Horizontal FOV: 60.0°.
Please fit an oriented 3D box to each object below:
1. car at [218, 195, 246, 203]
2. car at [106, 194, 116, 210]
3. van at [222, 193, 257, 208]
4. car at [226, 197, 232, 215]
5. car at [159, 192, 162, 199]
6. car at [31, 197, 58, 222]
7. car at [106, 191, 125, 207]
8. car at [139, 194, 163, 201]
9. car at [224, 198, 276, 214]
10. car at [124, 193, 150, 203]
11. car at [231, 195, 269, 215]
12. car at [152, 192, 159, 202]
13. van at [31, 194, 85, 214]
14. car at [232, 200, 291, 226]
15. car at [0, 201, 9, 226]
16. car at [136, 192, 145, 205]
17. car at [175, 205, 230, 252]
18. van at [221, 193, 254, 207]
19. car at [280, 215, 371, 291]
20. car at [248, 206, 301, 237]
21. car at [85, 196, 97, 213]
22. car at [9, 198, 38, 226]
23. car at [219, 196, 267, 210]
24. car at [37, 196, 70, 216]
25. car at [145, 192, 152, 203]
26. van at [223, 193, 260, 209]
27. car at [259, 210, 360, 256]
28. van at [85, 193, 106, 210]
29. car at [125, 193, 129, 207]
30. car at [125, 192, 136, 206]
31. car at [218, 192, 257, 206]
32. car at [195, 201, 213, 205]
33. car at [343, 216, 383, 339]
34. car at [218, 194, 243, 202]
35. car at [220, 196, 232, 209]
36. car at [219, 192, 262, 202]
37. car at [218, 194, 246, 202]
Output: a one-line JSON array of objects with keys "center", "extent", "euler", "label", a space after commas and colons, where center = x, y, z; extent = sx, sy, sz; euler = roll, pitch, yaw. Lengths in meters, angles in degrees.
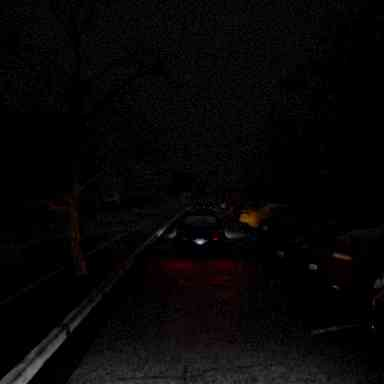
[{"center": [7.762, 1.334, 64.626], "extent": [4.792, 1.488, 2.163], "euler": [1, 1, -17], "label": "car"}, {"center": [-11.926, 1.377, 39.353], "extent": [5.008, 1.535, 2.097], "euler": [-1, 0, -17], "label": "car"}, {"center": [6.605, 1.128, 46.359], "extent": [4.442, 1.987, 1.878], "euler": [1, 0, -17], "label": "van"}, {"center": [5.530, 1.413, 25.607], "extent": [4.892, 1.521, 2.231], "euler": [1, 0, -17], "label": "car"}, {"center": [-9.766, 1.021, 75.383], "extent": [5.566, 2.045, 2.435], "euler": [-1, 1, -16], "label": "car"}, {"center": [-12.773, 1.414, 24.317], "extent": [5.008, 1.535, 2.097], "euler": [-1, 0, -17], "label": "car"}, {"center": [-11.775, 1.118, 42.340], "extent": [5.566, 2.045, 2.435], "euler": [-1, 0, -17], "label": "car"}, {"center": [-9.726, 1.249, 78.362], "extent": [5.366, 1.575, 1.946], "euler": [-1, 1, -16], "label": "car"}, {"center": [5.996, 1.417, 34.498], "extent": [4.792, 1.488, 2.163], "euler": [1, 0, -17], "label": "car"}, {"center": [-10.464, 1.189, 63.359], "extent": [4.553, 1.767, 2.185], "euler": [-1, 0, -17], "label": "car"}, {"center": [5.366, 1.295, 22.634], "extent": [4.553, 1.767, 2.185], "euler": [1, 0, -17], "label": "car"}, {"center": [-10.123, 1.299, 69.368], "extent": [5.008, 1.535, 2.097], "euler": [-1, 0, -16], "label": "car"}, {"center": [-12.337, 1.172, 30.372], "extent": [4.442, 1.987, 1.878], "euler": [-1, 0, -17], "label": "van"}, {"center": [5.256, 1.429, 19.680], "extent": [5.008, 1.535, 2.097], "euler": [1, 0, -17], "label": "car"}, {"center": [-13.012, 1.302, 18.283], "extent": [4.553, 1.767, 2.185], "euler": [-1, 0, -18], "label": "car"}, {"center": [-11.015, 1.086, 54.365], "extent": [5.566, 2.045, 2.435], "euler": [-1, 0, -17], "label": "car"}, {"center": [0.343, 1.490, 13.525], "extent": [1.812, 1.442, 4.674], "euler": [0, 0, 2], "label": "car"}, {"center": [6.777, 1.119, 49.331], "extent": [4.442, 1.987, 1.878], "euler": [1, 0, -17], "label": "van"}, {"center": [4.903, 1.463, 7.835], "extent": [5.008, 1.535, 2.097], "euler": [1, 0, -19], "label": "car"}, {"center": [5.084, 1.476, 13.771], "extent": [4.792, 1.488, 2.163], "euler": [1, 0, -18], "label": "car"}, {"center": [-12.302, 1.422, 33.331], "extent": [4.792, 1.488, 2.163], "euler": [-1, 0, -17], "label": "car"}, {"center": [-12.894, 1.422, 21.300], "extent": [4.892, 1.521, 2.231], "euler": [-1, 0, -18], "label": "car"}, {"center": [6.189, 1.366, 40.397], "extent": [5.366, 1.575, 1.946], "euler": [1, 0, -17], "label": "car"}, {"center": [-12.785, 1.407, 27.266], "extent": [5.366, 1.575, 1.946], "euler": [-1, 0, -17], "label": "car"}, {"center": [-10.657, 1.071, 60.369], "extent": [5.566, 2.045, 2.435], "euler": [-1, 0, -17], "label": "car"}, {"center": [6.433, 1.136, 43.385], "extent": [4.442, 1.987, 1.878], "euler": [1, 0, -17], "label": "van"}, {"center": [4.944, 1.484, 10.780], "extent": [4.792, 1.488, 2.163], "euler": [1, 1, -18], "label": "car"}, {"center": [-11.993, 1.157, 36.387], "extent": [4.442, 1.987, 1.878], "euler": [-1, 0, -17], "label": "van"}, {"center": [-11.572, 1.361, 45.353], "extent": [5.008, 1.535, 2.097], "euler": [-1, 0, -17], "label": "car"}, {"center": [-11.420, 1.102, 48.337], "extent": [5.566, 2.045, 2.435], "euler": [-1, 0, -17], "label": "car"}, {"center": [7.090, 1.087, 52.348], "extent": [5.566, 2.045, 2.435], "euler": [1, 0, -17], "label": "car"}, {"center": [1.240, 1.512, 33.580], "extent": [1.895, 1.301, 4.718], "euler": [0, 0, 3], "label": "car"}, {"center": [4.898, 1.347, 4.879], "extent": [4.553, 1.767, 2.185], "euler": [1, 0, -19], "label": "car"}, {"center": [8.186, 1.287, 71.412], "extent": [4.892, 1.521, 2.231], "euler": [1, 0, -17], "label": "car"}, {"center": [5.514, 1.399, 28.514], "extent": [5.366, 1.575, 1.946], "euler": [1, 0, -17], "label": "car"}, {"center": [5.881, 1.145, 31.550], "extent": [5.566, 2.045, 2.435], "euler": [1, 0, -17], "label": "car"}, {"center": [8.166, 1.294, 68.083], "extent": [5.366, 1.575, 1.946], "euler": [1, 0, -17], "label": "car"}]
